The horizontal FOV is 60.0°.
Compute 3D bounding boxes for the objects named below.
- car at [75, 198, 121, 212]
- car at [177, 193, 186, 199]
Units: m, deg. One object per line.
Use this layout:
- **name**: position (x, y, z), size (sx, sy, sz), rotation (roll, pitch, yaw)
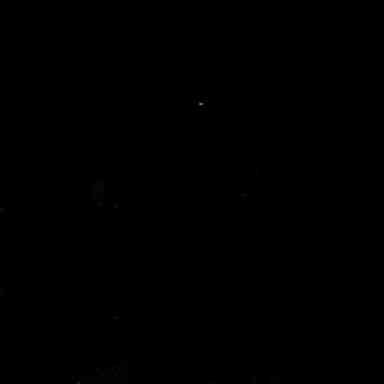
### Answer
- **car**: position (-10.471, 1.458, 37.161), size (5.008, 1.535, 1.882), rotation (2, 1, 0)
- **car**: position (-2.783, 1.069, 89.132), size (2.097, 1.767, 4.553), rotation (0, 0, 0)
